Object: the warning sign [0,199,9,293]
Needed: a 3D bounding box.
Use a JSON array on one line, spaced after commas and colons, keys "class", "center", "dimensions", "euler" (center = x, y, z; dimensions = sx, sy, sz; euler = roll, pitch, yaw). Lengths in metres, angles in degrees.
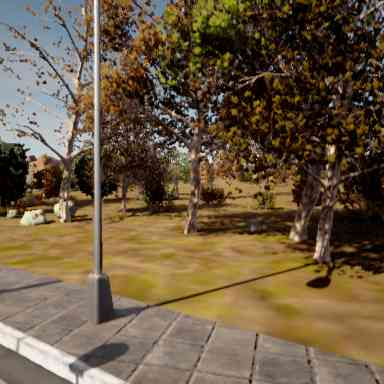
[{"class": "warning sign", "center": [-4.546, 1.086, 6.547], "dimensions": [1.060, 1.860, 1.300], "euler": [0, 0, 35]}]
